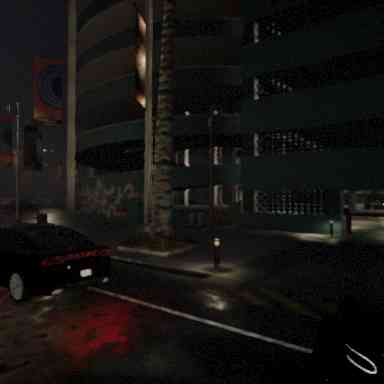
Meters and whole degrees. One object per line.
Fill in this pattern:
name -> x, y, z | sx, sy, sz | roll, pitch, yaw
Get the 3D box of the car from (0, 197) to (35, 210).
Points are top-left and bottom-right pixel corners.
car -> -25.626, 1.702, 48.861 | 2.097, 1.767, 4.553 | 0, -1, 19

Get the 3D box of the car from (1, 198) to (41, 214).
car -> -20.369, 1.770, 40.308 | 1.882, 1.535, 5.008 | 0, 0, 7

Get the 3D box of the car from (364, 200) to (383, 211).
car -> 25.437, 1.829, 44.069 | 4.674, 1.452, 2.002 | 0, -1, 38

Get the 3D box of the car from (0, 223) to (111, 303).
car -> -4.167, 1.542, 8.473 | 5.008, 1.535, 1.882 | 0, -1, 38

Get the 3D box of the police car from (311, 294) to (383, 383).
police car -> 3.647, 1.465, 2.412 | 5.238, 1.638, 1.930 | 0, -1, 38
